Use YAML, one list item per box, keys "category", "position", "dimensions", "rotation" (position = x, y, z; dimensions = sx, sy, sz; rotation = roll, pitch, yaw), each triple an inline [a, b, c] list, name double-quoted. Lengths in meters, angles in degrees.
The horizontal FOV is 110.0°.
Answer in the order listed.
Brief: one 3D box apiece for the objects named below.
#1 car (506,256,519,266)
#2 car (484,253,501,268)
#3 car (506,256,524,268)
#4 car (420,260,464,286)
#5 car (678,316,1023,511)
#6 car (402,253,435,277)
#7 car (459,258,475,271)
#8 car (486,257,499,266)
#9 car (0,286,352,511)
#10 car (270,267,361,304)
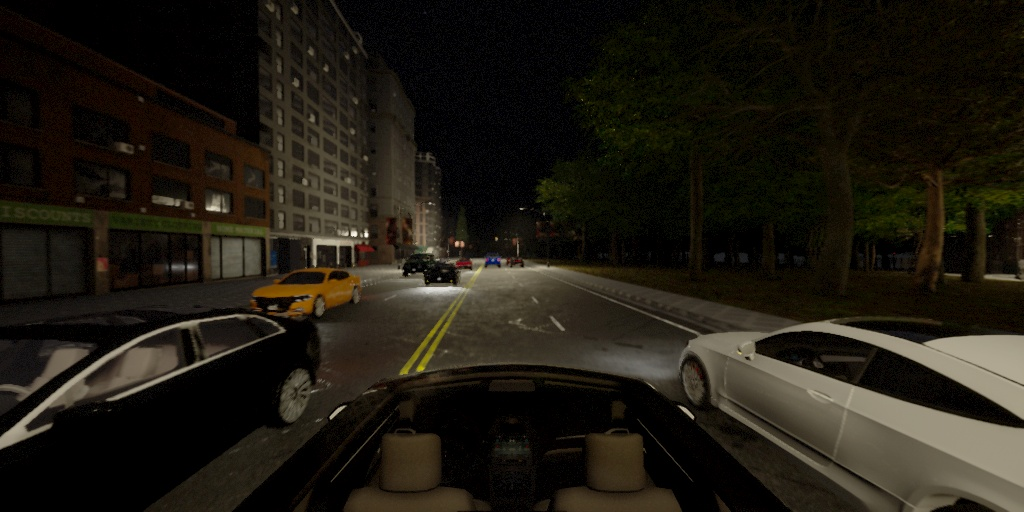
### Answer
- category: "car"
  position: [0.004, 0.765, 59.885]
  dimensions: [1.882, 1.535, 5.008]
  rotation: [0, 0, -3]
- category: "car"
  position: [-2.632, 0.609, 49.320]
  dimensions: [2.150, 2.045, 5.566]
  rotation: [0, 0, -3]
- category: "car"
  position: [0.615, 0.876, 49.483]
  dimensions: [1.837, 1.490, 4.892]
  rotation: [0, 0, -3]
- category: "car"
  position: [-4.461, 1.168, 23.506]
  dimensions: [1.994, 1.385, 4.181]
  rotation: [0, 0, -3]
- category: "car"
  position: [3.248, 1.251, 3.069]
  dimensions: [1.812, 1.442, 4.674]
  rotation: [0, 0, -1]
- category: "car"
  position: [-8.211, 0.774, 32.259]
  dimensions: [2.150, 2.045, 5.566]
  rotation: [0, 0, -3]
- category: "car"
  position: [-5.508, 0.986, 41.907]
  dimensions: [1.812, 1.442, 4.674]
  rotation: [0, 0, -3]
- category: "car"
  position: [-3.240, 0.851, 59.695]
  dimensions: [2.033, 1.411, 5.357]
  rotation: [0, 0, -3]
- category: "car"
  position: [-3.439, 1.253, 2.835]
  dimensions: [2.128, 1.511, 4.902]
  rotation: [0, 0, -1]
- category: "car"
  position: [-7.101, 1.178, 12.922]
  dimensions: [1.882, 1.535, 5.008]
  rotation: [0, 0, -3]
